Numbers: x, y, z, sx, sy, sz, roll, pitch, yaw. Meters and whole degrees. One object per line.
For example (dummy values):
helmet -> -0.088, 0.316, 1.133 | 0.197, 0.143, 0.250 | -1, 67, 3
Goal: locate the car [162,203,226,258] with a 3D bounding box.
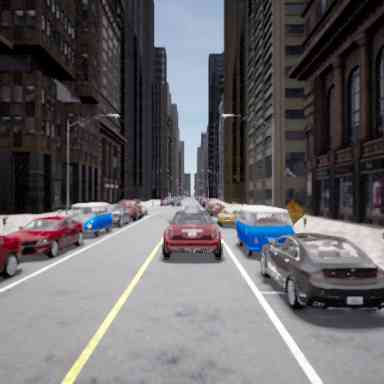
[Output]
car -> 0.023, 1.486, 13.435 | 2.097, 1.767, 4.553 | 0, -1, 0

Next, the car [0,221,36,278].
car -> -5.760, 1.624, 7.816 | 1.887, 1.381, 4.507 | 0, -1, 0

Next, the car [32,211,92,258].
car -> -5.759, 1.679, 13.434 | 1.887, 1.381, 4.507 | 0, -1, 0

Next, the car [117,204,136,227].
car -> -5.756, 1.798, 24.670 | 2.008, 1.369, 4.403 | 0, -1, 0

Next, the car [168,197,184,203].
car -> -3.009, 2.160, 64.592 | 1.837, 1.490, 4.892 | 0, -1, 1

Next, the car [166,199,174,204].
car -> -5.742, 2.432, 86.469 | 1.887, 1.381, 4.507 | 0, -1, 0

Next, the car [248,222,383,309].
car -> 2.765, 1.630, 7.824 | 2.008, 1.369, 4.403 | 0, -1, 0

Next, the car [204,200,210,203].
car -> 2.773, 1.998, 41.535 | 1.802, 1.307, 4.206 | 0, -1, 0

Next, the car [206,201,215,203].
car -> 2.772, 1.941, 35.917 | 1.802, 1.307, 4.206 | 0, -1, 0

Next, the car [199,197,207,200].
car -> 2.778, 2.195, 64.010 | 1.887, 1.381, 4.507 | 0, -1, 0

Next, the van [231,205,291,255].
van -> 2.766, 1.476, 13.445 | 1.690, 1.788, 3.998 | 0, -1, 0

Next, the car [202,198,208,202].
car -> 2.774, 2.000, 47.324 | 1.752, 1.417, 4.829 | 0, -1, 0

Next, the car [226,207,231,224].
car -> 2.769, 1.774, 24.850 | 1.752, 1.417, 4.829 | 0, -1, 0

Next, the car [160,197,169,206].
car -> -5.746, 2.291, 69.614 | 1.802, 1.307, 4.206 | 0, -1, 0

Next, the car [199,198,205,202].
car -> 2.776, 2.157, 58.391 | 1.947, 1.339, 4.313 | 0, -1, 0

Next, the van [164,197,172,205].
van -> -5.744, 2.169, 80.853 | 1.690, 1.788, 3.998 | 0, -1, 0

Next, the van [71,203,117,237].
van -> -5.757, 1.532, 19.054 | 1.690, 1.788, 3.998 | 0, -1, 0

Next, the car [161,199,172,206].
car -> -5.745, 2.335, 75.233 | 1.947, 1.339, 4.313 | 0, -1, 0

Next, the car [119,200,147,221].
car -> -5.755, 1.618, 30.291 | 2.192, 1.841, 5.009 | 0, -1, 0

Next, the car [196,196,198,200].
car -> 2.781, 2.143, 80.867 | 2.192, 1.841, 5.009 | 0, -1, 0

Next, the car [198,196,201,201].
car -> 2.779, 2.150, 69.629 | 1.967, 1.590, 4.097 | 0, -1, 0

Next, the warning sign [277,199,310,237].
warning sign -> 5.072, 1.282, 16.695 | 1.300, 1.860, 1.060 | 0, -1, 0
